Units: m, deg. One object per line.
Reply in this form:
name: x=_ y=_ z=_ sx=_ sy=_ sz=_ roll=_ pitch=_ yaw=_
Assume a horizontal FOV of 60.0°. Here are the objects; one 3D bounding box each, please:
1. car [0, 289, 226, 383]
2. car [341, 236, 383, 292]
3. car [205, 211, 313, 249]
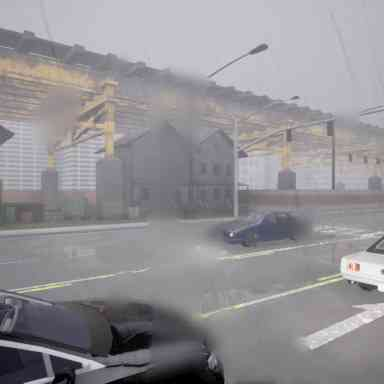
car: x=-1.918 y=1.492 z=2.378 sx=4.902 sy=1.511 sz=2.128 roll=0 pitch=0 yaw=-35
car: x=5.602 y=1.601 z=7.759 sx=4.718 sy=1.301 sz=1.895 roll=0 pitch=0 yaw=-35
car: x=3.177 y=1.547 z=14.852 sx=5.357 sy=1.411 sz=2.033 roll=0 pitch=0 yaw=-36
